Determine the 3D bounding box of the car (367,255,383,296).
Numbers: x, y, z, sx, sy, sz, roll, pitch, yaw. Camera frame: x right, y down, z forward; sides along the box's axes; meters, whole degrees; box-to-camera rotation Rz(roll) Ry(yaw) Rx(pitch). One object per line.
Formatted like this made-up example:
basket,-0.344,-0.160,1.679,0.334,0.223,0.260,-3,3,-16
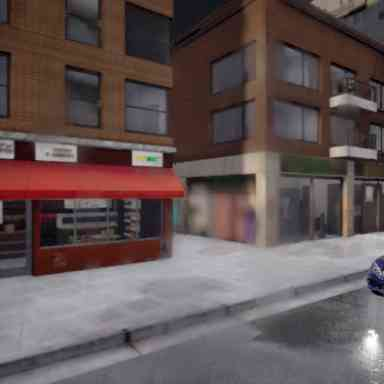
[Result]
car,5.895,1.571,7.583,4.674,1.442,1.812,0,0,-36
